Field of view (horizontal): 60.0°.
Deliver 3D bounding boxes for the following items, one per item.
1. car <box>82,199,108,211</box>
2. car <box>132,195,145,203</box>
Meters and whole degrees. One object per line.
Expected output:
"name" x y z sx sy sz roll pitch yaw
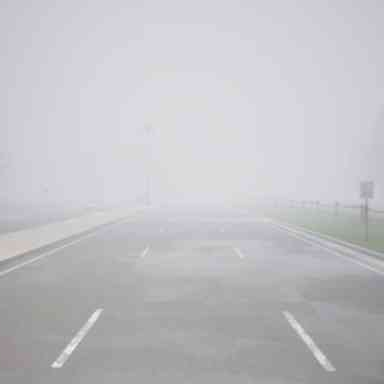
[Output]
"car" -11.549 1.568 39.964 1.812 1.442 4.674 0 1 0
"car" -10.939 1.336 67.988 2.097 1.767 4.553 0 0 2
